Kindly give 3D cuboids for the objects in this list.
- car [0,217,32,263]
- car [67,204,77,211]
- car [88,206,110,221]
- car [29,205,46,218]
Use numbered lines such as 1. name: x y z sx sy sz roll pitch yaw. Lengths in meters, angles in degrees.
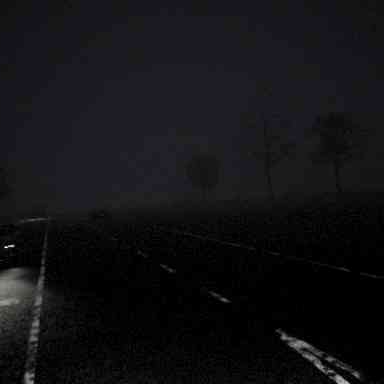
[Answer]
1. car: -8.238 2.148 14.173 2.128 1.511 4.902 -5 0 -23
2. car: -30.570 3.892 84.797 1.837 1.490 4.892 -5 0 -23
3. car: -10.424 2.281 37.228 1.882 1.535 5.008 -5 0 -23
4. car: -24.972 3.201 53.894 2.150 2.045 5.566 -5 0 -20
